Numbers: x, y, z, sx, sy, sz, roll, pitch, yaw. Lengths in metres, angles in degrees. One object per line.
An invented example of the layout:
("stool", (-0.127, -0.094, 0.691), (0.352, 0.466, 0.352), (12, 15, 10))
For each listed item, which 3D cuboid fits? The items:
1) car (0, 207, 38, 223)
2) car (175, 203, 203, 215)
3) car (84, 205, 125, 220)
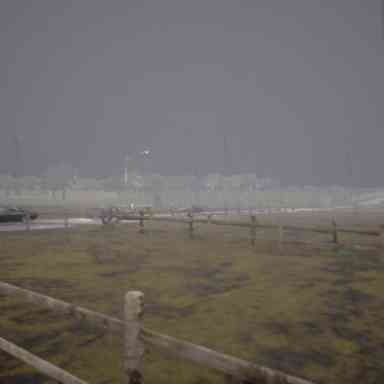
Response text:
("car", (-14.587, 1.827, 25.638), (1.895, 1.301, 4.718), (1, -1, 35))
("car", (-0.371, 2.286, 45.773), (2.128, 1.511, 4.902), (1, -1, 36))
("car", (-8.821, 2.007, 33.828), (1.994, 1.385, 4.181), (1, -1, 35))
